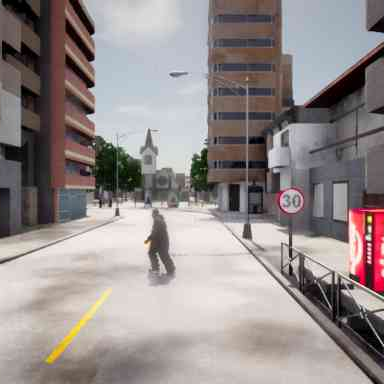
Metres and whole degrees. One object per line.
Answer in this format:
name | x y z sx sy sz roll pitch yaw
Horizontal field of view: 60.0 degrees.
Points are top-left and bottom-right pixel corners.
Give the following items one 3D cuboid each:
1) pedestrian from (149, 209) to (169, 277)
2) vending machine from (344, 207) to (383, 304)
pedestrian | -0.879 1.294 8.896 0.375 1.860 0.375 0 0 0
vending machine | 4.301 1.415 7.745 1.100 2.100 0.880 0 0 0
